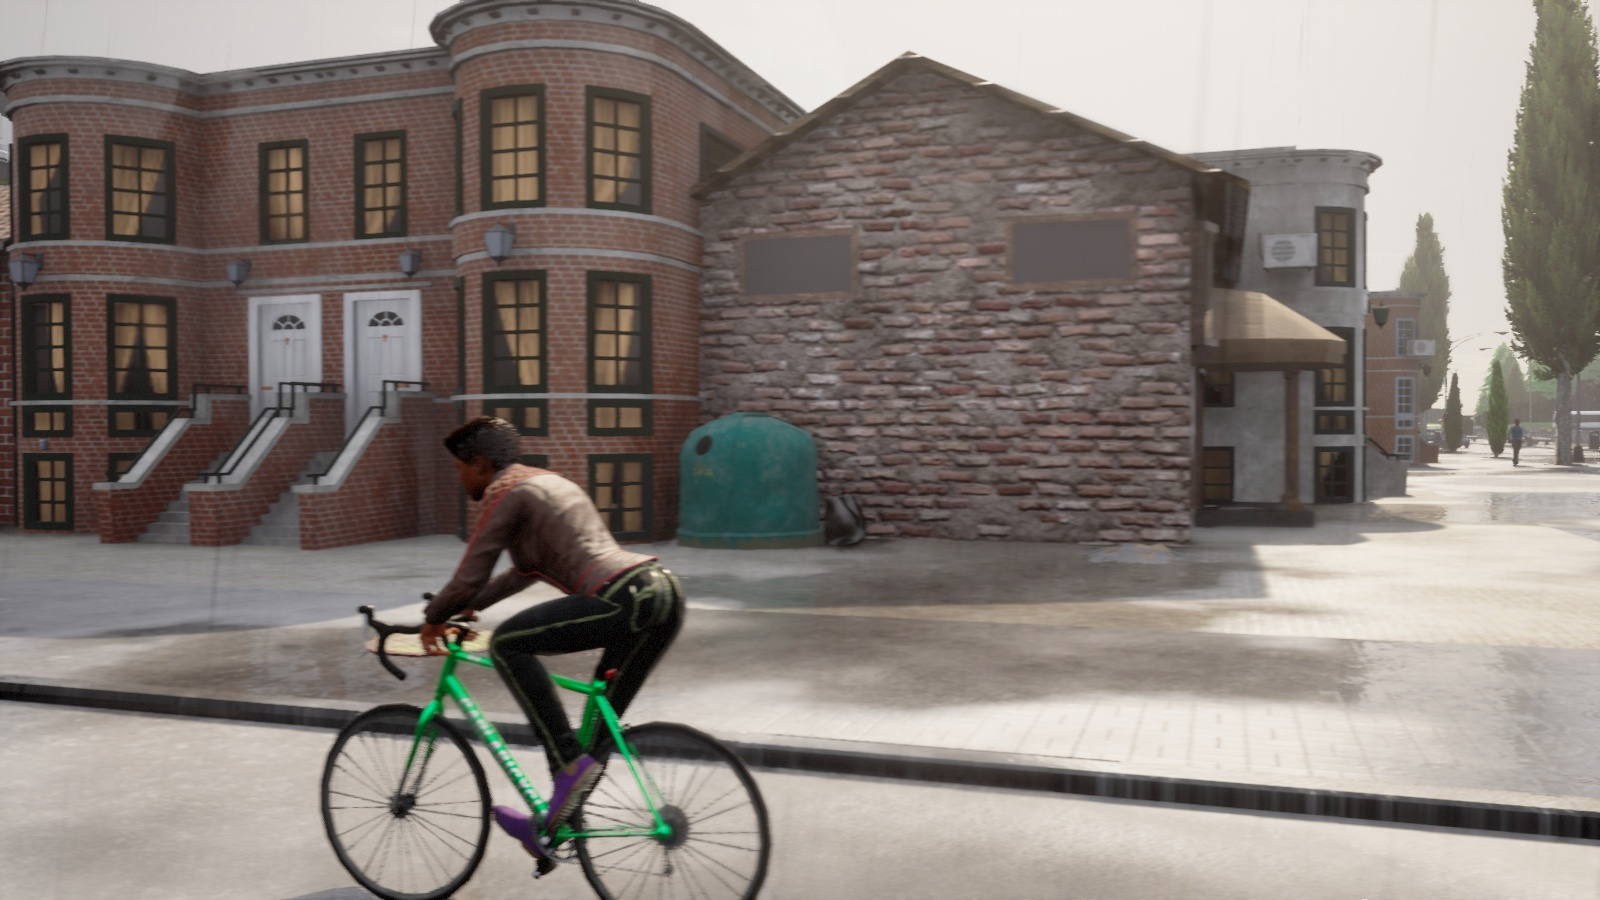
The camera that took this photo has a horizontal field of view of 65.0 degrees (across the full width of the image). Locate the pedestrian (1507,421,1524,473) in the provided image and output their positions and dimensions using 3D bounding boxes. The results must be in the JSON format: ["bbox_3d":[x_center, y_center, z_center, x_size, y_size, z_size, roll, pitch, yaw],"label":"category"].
[{"bbox_3d":[26.872,-0.126,47.177,0.396,1.930,0.692,1,1,19],"label":"pedestrian"}]

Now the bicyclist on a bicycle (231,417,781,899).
[{"bbox_3d":[-0.941,0.711,4.044,1.656,1.620,0.582,0,1,18],"label":"bicyclist on a bicycle"}]
